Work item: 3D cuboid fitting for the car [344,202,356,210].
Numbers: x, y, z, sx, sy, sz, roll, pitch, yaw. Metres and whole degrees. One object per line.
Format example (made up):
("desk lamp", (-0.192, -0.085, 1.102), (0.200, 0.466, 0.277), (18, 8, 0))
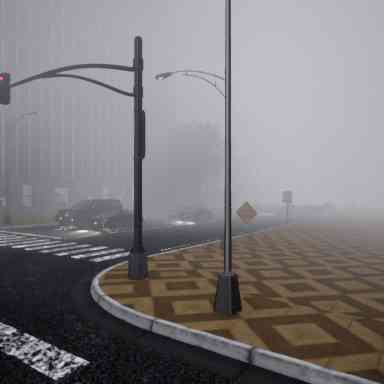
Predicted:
("car", (31.403, 2.770, 65.984), (1.801, 1.575, 5.366), (0, -1, 33))

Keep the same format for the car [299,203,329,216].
("car", (16.458, 2.406, 44.704), (2.033, 1.411, 5.357), (0, -1, 33))

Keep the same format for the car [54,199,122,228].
("car", (-7.643, 1.547, 25.467), (2.150, 2.045, 5.566), (0, -1, 33))

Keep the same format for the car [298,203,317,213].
("car", (19.012, 2.593, 54.795), (1.994, 1.385, 4.181), (0, -1, 33))

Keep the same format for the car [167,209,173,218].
("car", (-0.732, 2.059, 36.237), (1.837, 1.490, 4.892), (0, -1, 33))

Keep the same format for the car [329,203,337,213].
("car", (21.748, 2.537, 53.041), (1.837, 1.490, 4.892), (0, -1, 33))

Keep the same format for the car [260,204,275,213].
("car", (12.440, 2.501, 50.613), (1.895, 1.301, 4.718), (0, -1, 33))

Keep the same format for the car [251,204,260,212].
("car", (10.712, 2.529, 53.898), (1.895, 1.301, 4.718), (0, -1, 33))

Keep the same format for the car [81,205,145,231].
("car", (-5.194, 1.883, 23.270), (1.994, 1.385, 4.181), (0, -1, 33))

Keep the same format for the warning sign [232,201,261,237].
("warning sign", (3.052, 1.454, 18.587), (1.300, 1.860, 1.060), (1, 1, 33))

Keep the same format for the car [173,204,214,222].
("car", (0.461, 2.070, 32.079), (1.994, 1.385, 4.181), (0, -1, 33))

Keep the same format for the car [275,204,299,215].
("car", (13.493, 2.373, 46.108), (1.812, 1.442, 4.674), (0, -1, 33))
